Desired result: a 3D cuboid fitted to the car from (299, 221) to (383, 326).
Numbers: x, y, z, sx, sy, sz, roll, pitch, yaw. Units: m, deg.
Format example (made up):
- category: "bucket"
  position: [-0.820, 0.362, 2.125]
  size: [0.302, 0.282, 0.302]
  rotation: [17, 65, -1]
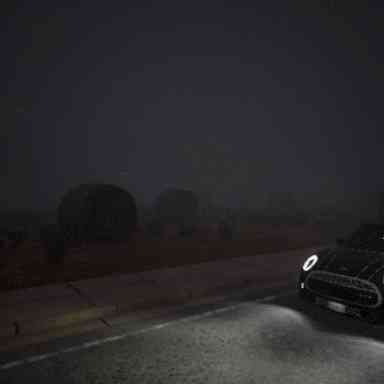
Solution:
- category: "car"
  position: [4.355, 1.431, 7.110]
  size: [4.553, 1.767, 2.097]
  rotation: [1, 0, -36]
